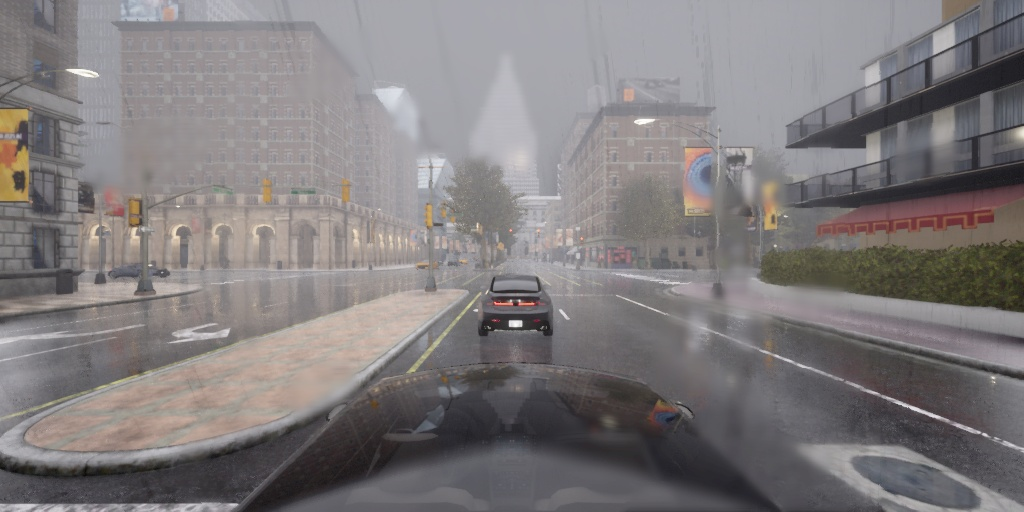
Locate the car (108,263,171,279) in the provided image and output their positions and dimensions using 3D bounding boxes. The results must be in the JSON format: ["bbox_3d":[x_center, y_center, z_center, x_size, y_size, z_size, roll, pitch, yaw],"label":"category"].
[{"bbox_3d":[-33.556,1.314,32.352,4.181,1.385,1.994,0,0,0],"label":"car"}]

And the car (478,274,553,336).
[{"bbox_3d":[0.101,1.255,10.369,1.837,1.490,4.892,0,0,0],"label":"car"}]

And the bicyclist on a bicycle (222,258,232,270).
[{"bbox_3d":[-37.171,1.050,46.808,0.582,1.620,1.656,0,0,0],"label":"bicyclist on a bicycle"}]

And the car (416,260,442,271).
[{"bbox_3d":[-11.815,1.227,50.080,1.882,1.535,5.008,0,0,6],"label":"car"}]
